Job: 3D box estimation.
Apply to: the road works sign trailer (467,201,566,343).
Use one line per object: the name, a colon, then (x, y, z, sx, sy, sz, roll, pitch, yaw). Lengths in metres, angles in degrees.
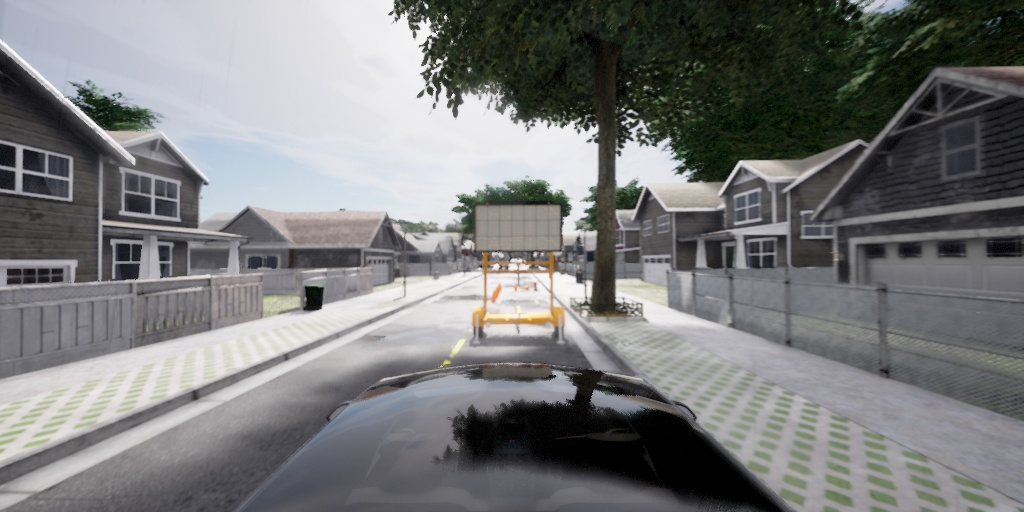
road works sign trailer: (0.185, 0.305, 9.920, 2.380, 3.560, 2.880, 0, 0, 1)
